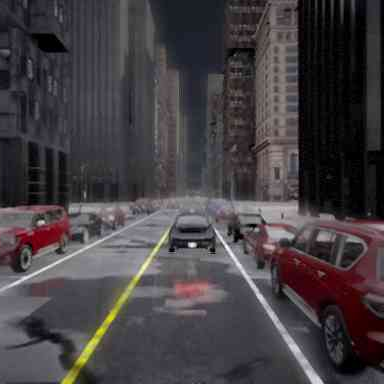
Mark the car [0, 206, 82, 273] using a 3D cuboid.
[{"bbox_3d":[-5.758,1.421,11.245,2.192,1.841,5.009,0,-1,0],"label":"car"}]

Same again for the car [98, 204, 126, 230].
[{"bbox_3d":[-5.748,1.651,22.447,1.967,1.590,4.097,0,-1,0],"label":"car"}]

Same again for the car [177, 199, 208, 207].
[{"bbox_3d":[0.025,1.623,29.071,2.097,1.767,4.553,0,-1,0],"label":"car"}]

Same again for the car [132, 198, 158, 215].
[{"bbox_3d":[-5.735,1.684,39.254,2.192,1.841,5.009,0,-1,0],"label":"car"}]

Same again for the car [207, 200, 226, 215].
[{"bbox_3d":[2.790,1.809,39.247,1.967,1.590,4.097,0,-1,0],"label":"car"}]

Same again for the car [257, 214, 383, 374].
[{"bbox_3d":[2.763,1.369,5.640,2.192,1.841,5.009,0,-1,0],"label":"car"}]

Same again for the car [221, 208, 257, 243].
[{"bbox_3d":[2.773,1.724,16.840,1.947,1.339,4.313,0,-1,0],"label":"car"}]

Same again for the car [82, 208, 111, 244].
[{"bbox_3d":[-5.752,1.724,16.844,1.947,1.339,4.313,0,-1,0],"label":"car"}]

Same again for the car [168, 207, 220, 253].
[{"bbox_3d":[0.015,1.642,14.303,1.837,1.490,4.892,0,0,0],"label":"car"}]

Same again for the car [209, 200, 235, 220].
[{"bbox_3d":[2.782,1.703,28.044,1.967,1.590,4.097,0,-1,0],"label":"car"}]

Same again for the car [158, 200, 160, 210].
[{"bbox_3d":[-5.730,1.945,44.684,1.752,1.417,4.829,0,-1,0],"label":"car"}]

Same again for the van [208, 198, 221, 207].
[{"bbox_3d":[2.786,1.657,33.647,1.690,1.788,3.998,0,-1,0],"label":"van"}]

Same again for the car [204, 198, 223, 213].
[{"bbox_3d":[2.794,1.736,44.851,2.192,1.841,5.009,0,-1,0],"label":"car"}]

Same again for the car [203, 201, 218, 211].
[{"bbox_3d":[2.800,2.025,50.450,2.008,1.369,4.403,0,-1,0],"label":"car"}]

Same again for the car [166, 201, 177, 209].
[{"bbox_3d":[-2.961,2.068,53.434,1.994,1.385,4.181,0,-1,0],"label":"car"}]

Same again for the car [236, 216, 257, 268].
[{"bbox_3d":[2.769,1.688,11.239,1.802,1.307,4.206,0,-1,0],"label":"car"}]
